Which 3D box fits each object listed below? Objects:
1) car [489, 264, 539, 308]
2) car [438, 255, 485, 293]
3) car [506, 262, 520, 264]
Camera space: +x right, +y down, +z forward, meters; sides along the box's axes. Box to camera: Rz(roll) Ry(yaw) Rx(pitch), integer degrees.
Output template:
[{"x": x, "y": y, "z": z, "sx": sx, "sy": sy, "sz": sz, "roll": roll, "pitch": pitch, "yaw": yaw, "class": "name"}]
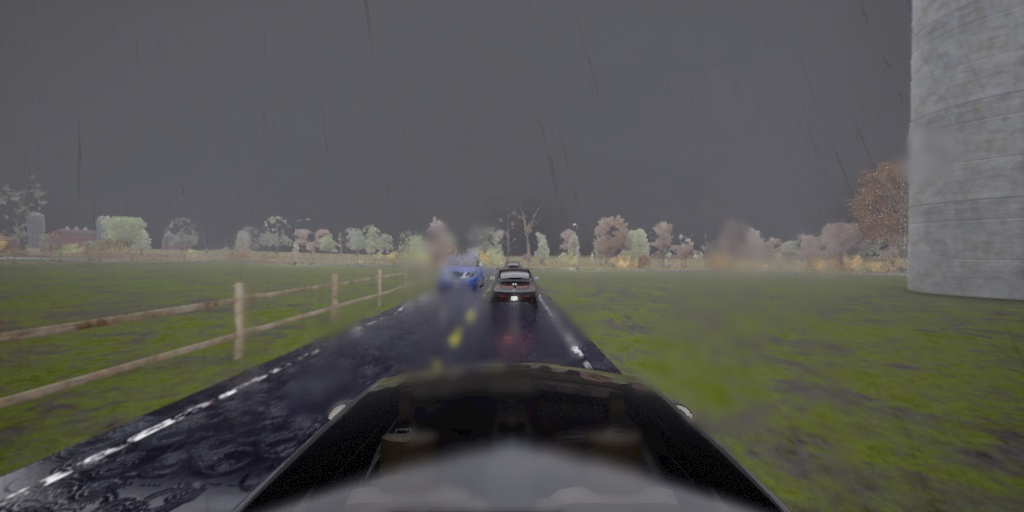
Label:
[{"x": 0.106, "y": 1.255, "z": 15.158, "sx": 1.837, "sy": 1.490, "sz": 4.892, "roll": 0, "pitch": 0, "yaw": 0, "class": "car"}, {"x": -2.842, "y": 0.974, "z": 21.244, "sx": 2.150, "sy": 2.045, "sz": 5.566, "roll": 0, "pitch": 0, "yaw": 0, "class": "car"}, {"x": 0.112, "y": 1.266, "z": 34.293, "sx": 1.837, "sy": 1.490, "sz": 4.892, "roll": 0, "pitch": 0, "yaw": 0, "class": "car"}]
